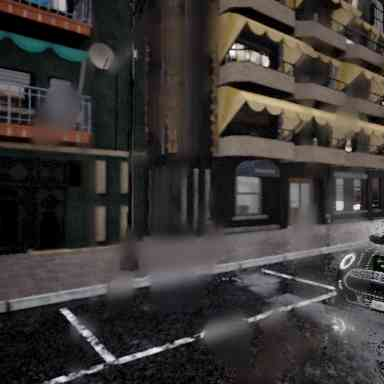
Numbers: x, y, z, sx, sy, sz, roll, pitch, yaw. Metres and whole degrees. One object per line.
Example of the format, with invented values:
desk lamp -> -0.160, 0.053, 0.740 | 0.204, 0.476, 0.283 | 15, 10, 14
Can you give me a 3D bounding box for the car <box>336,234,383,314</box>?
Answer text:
car -> 5.042, 1.353, 6.978 | 4.553, 1.767, 2.097 | 0, 0, -35
